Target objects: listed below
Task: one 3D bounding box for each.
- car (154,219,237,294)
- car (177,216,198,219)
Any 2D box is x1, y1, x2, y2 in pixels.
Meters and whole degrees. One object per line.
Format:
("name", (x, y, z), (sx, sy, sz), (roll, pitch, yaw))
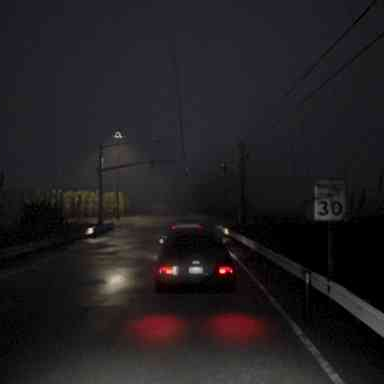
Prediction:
("car", (0.032, 1.680, 9.125), (2.033, 1.411, 5.357), (0, -2, -1))
("car", (-0.266, 2.141, 19.323), (1.812, 1.442, 4.674), (0, -4, -1))
